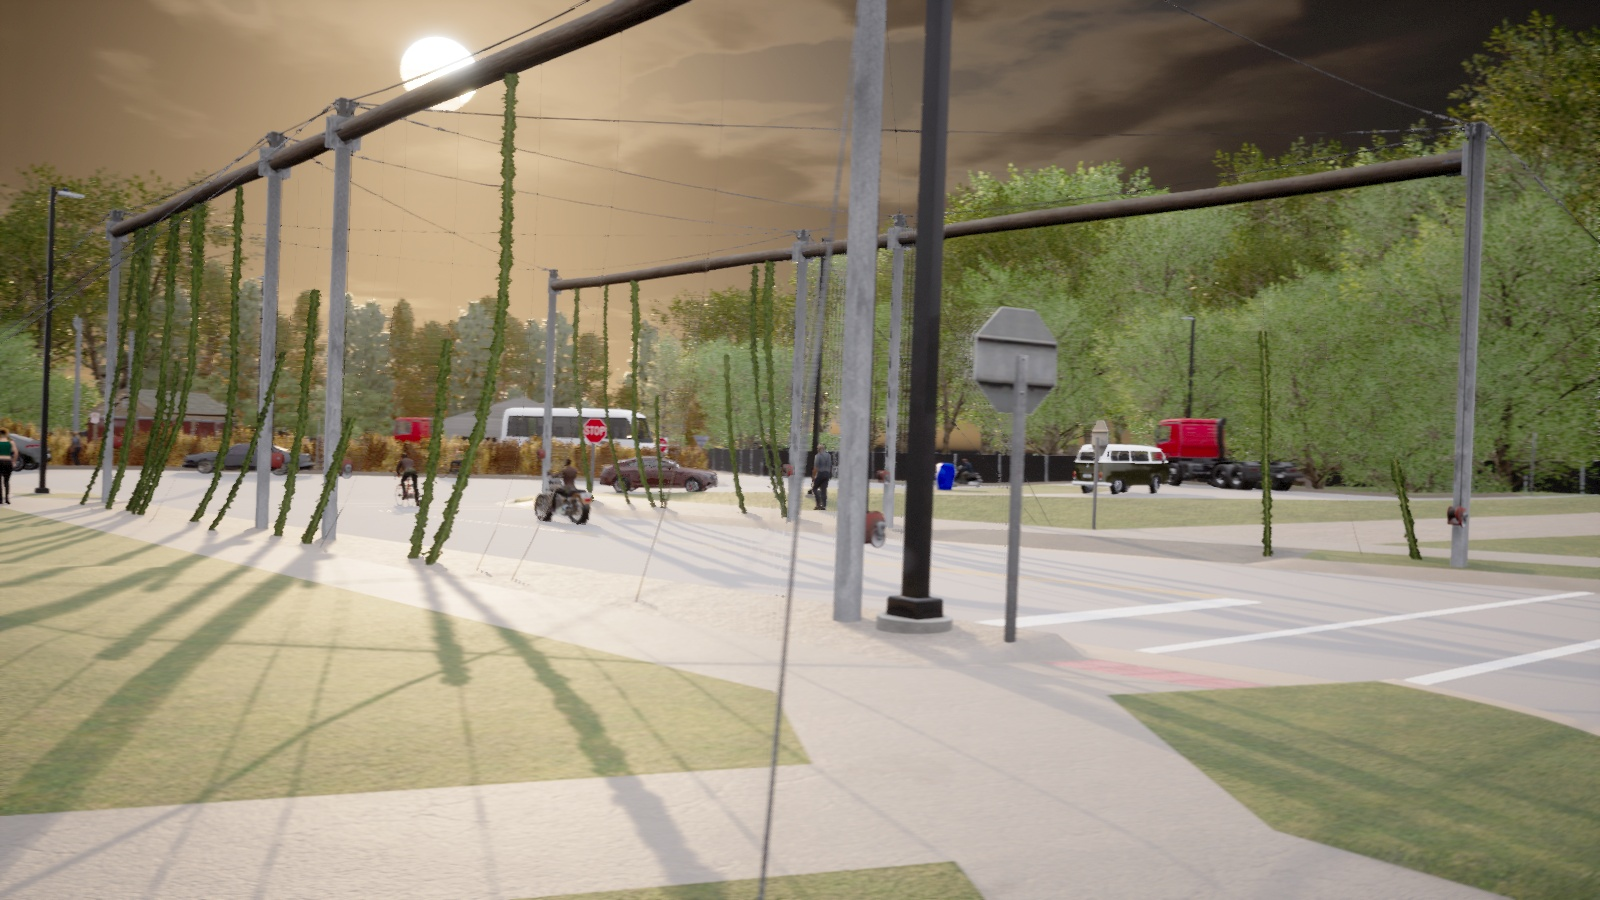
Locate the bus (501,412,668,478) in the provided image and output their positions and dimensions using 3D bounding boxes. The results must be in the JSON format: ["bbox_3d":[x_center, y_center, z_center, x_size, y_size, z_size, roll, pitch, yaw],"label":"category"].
[{"bbox_3d":[-14.379,-0.332,84.040,10.273,4.253,3.944,0,1,14],"label":"bus"}]

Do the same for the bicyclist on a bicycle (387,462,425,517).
[{"bbox_3d":[-11.863,1.165,37.777,0.582,1.620,1.656,1,-1,-37],"label":"bicyclist on a bicycle"}]

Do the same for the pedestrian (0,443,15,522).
[{"bbox_3d":[-18.854,0.764,29.713,0.345,1.836,0.594,1,1,-41],"label":"pedestrian"}]

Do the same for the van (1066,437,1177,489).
[{"bbox_3d":[13.299,0.499,51.864,4.480,2.038,2.069,-1,0,-38],"label":"van"}]

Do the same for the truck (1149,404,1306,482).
[{"bbox_3d":[20.369,-0.333,60.447,2.891,3.462,7.936,0,0,-19],"label":"truck"}]

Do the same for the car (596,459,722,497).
[{"bbox_3d":[-5.533,1.095,49.601,4.674,1.442,1.812,-1,0,5],"label":"car"}]

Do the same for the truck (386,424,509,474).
[{"bbox_3d":[-24.927,-0.074,89.077,7.936,3.462,2.891,0,1,-2],"label":"truck"}]

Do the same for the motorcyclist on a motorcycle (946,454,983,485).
[{"bbox_3d":[8.928,1.064,68.128,1.817,1.590,0.866,-3,1,17],"label":"motorcyclist on a motorcycle"}]

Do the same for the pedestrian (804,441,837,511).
[{"bbox_3d":[0.538,0.692,33.616,0.540,1.848,0.694,1,0,-35],"label":"pedestrian"}]

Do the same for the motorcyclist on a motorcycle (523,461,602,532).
[{"bbox_3d":[-5.760,1.101,30.384,0.766,1.649,2.350,1,-1,-42],"label":"motorcyclist on a motorcycle"}]

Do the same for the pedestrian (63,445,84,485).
[{"bbox_3d":[-34.491,0.709,59.611,0.694,1.848,0.540,1,0,-11],"label":"pedestrian"}]

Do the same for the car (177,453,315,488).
[{"bbox_3d":[-24.425,0.911,55.604,5.357,1.411,2.033,1,1,-16],"label":"car"}]

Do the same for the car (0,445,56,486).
[{"bbox_3d":[-34.450,0.654,52.789,5.027,1.651,2.152,-1,1,-16],"label":"car"}]
